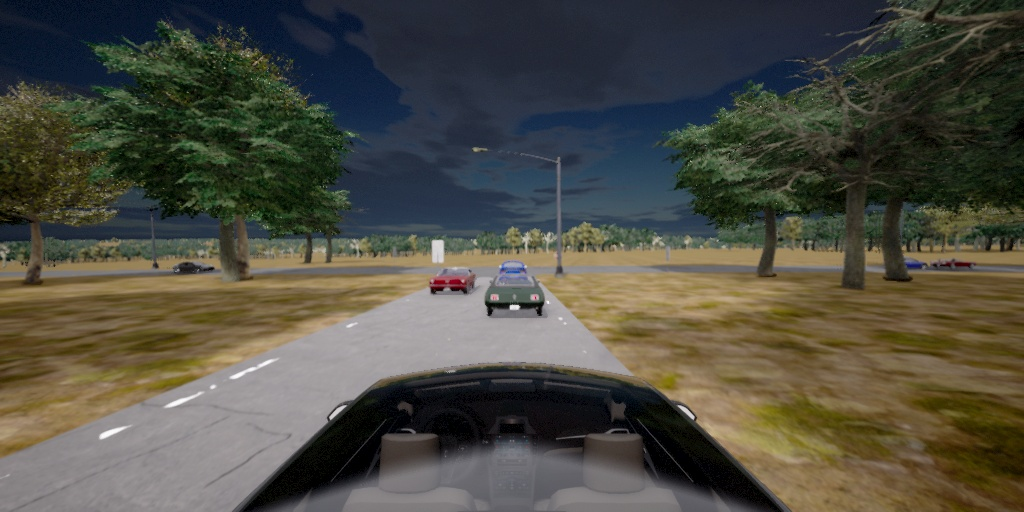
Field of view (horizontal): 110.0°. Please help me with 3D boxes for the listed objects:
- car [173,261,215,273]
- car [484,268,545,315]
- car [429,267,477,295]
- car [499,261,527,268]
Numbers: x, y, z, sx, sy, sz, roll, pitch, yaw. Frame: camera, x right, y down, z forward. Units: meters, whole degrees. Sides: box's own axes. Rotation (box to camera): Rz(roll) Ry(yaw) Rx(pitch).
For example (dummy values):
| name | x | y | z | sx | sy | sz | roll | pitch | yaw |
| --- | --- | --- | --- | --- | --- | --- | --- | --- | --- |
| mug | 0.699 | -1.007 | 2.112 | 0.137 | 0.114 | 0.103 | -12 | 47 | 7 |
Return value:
| name | x | y | z | sx | sy | sz | roll | pitch | yaw |
| --- | --- | --- | --- | --- | --- | --- | --- | --- | --- |
| car | -41.615 | 1.446 | 46.949 | 4.892 | 1.490 | 1.837 | -1 | 3 | 6 |
| car | 0.088 | 1.272 | 13.123 | 1.895 | 1.301 | 4.718 | 0 | 0 | 0 |
| car | -3.004 | 1.239 | 18.844 | 1.895 | 1.301 | 4.718 | 0 | 0 | 0 |
| car | 0.075 | 1.078 | 25.435 | 1.882 | 1.535 | 5.008 | 0 | 0 | 0 |
